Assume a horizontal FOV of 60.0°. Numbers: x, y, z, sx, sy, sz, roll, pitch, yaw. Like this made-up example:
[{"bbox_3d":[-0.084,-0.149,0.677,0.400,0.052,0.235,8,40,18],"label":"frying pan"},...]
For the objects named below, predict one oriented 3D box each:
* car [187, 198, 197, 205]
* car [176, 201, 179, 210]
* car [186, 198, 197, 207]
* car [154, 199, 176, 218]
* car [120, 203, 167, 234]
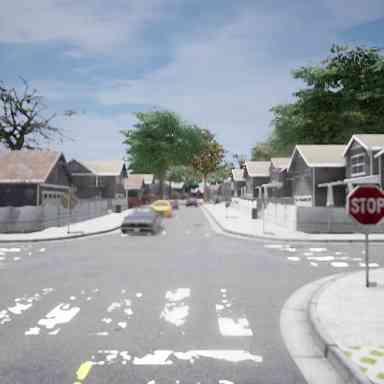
[{"bbox_3d":[-0.056,1.830,65.423,1.895,1.301,4.718,0,0,0],"label":"car"},{"bbox_3d":[-2.877,1.716,45.704,1.994,1.385,4.181,0,0,0],"label":"car"},{"bbox_3d":[-0.047,1.735,54.970,2.033,1.411,5.357,0,0,0],"label":"car"},{"bbox_3d":[-2.873,1.580,31.428,1.882,1.535,5.008,0,0,0],"label":"car"},{"bbox_3d":[-2.863,1.612,19.812,2.033,1.411,5.357,0,0,0],"label":"car"}]
